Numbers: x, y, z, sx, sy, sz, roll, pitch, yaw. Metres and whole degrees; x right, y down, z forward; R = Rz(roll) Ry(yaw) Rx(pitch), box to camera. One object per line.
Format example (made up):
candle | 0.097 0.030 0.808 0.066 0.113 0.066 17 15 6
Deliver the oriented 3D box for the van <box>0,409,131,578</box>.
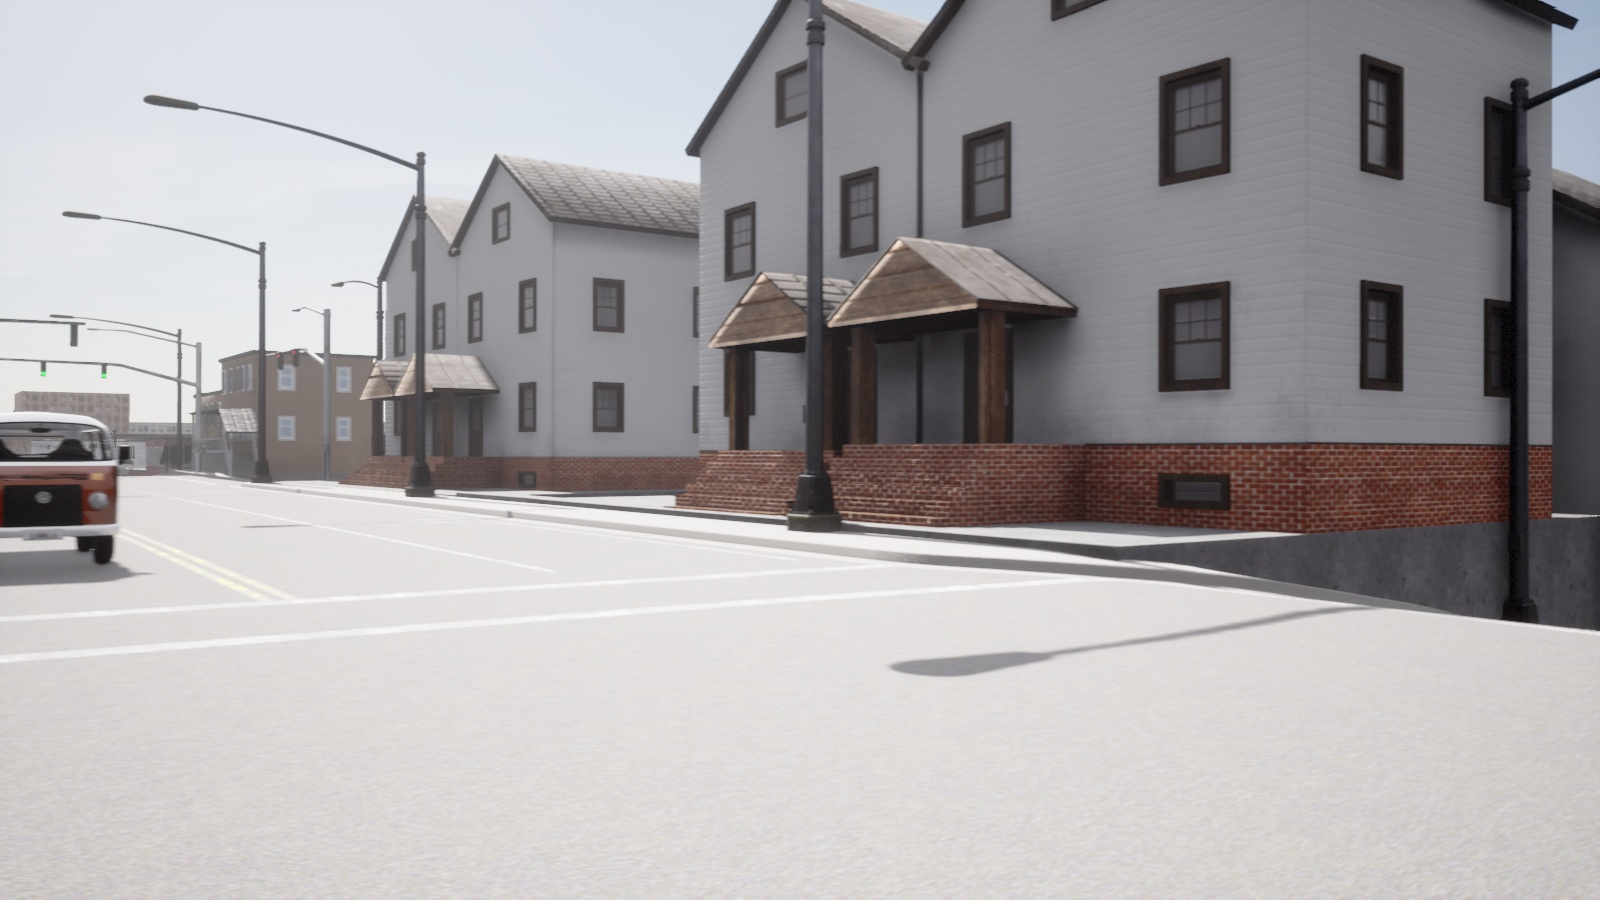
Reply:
van | -10.592 0.533 17.157 2.069 2.038 4.480 0 0 -35
